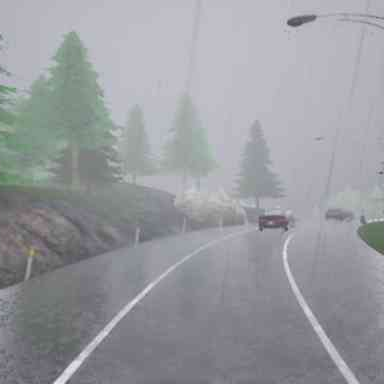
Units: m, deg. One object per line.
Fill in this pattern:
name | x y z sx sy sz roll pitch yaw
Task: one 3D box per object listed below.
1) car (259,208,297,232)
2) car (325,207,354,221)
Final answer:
car | 6.136 1.925 23.661 1.882 1.535 5.008 -3 -3 26
car | 17.208 2.536 38.676 4.902 1.511 2.128 3 -6 -45
